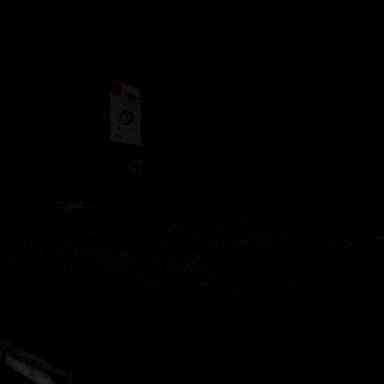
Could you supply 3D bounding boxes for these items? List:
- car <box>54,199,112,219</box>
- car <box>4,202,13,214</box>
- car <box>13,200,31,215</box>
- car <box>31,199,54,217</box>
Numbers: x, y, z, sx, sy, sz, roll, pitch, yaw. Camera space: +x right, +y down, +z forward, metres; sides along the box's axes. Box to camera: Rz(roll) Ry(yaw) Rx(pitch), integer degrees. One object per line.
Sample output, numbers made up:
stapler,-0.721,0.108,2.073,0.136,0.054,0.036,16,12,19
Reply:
car,-9.181,1.516,29.087,2.002,1.452,4.674,0,0,36
car,-17.073,1.522,34.724,2.002,1.452,4.674,0,0,36
car,-14.409,1.481,32.818,2.231,1.521,4.892,0,0,36
car,-11.739,1.478,30.924,2.097,1.535,5.008,0,0,36
